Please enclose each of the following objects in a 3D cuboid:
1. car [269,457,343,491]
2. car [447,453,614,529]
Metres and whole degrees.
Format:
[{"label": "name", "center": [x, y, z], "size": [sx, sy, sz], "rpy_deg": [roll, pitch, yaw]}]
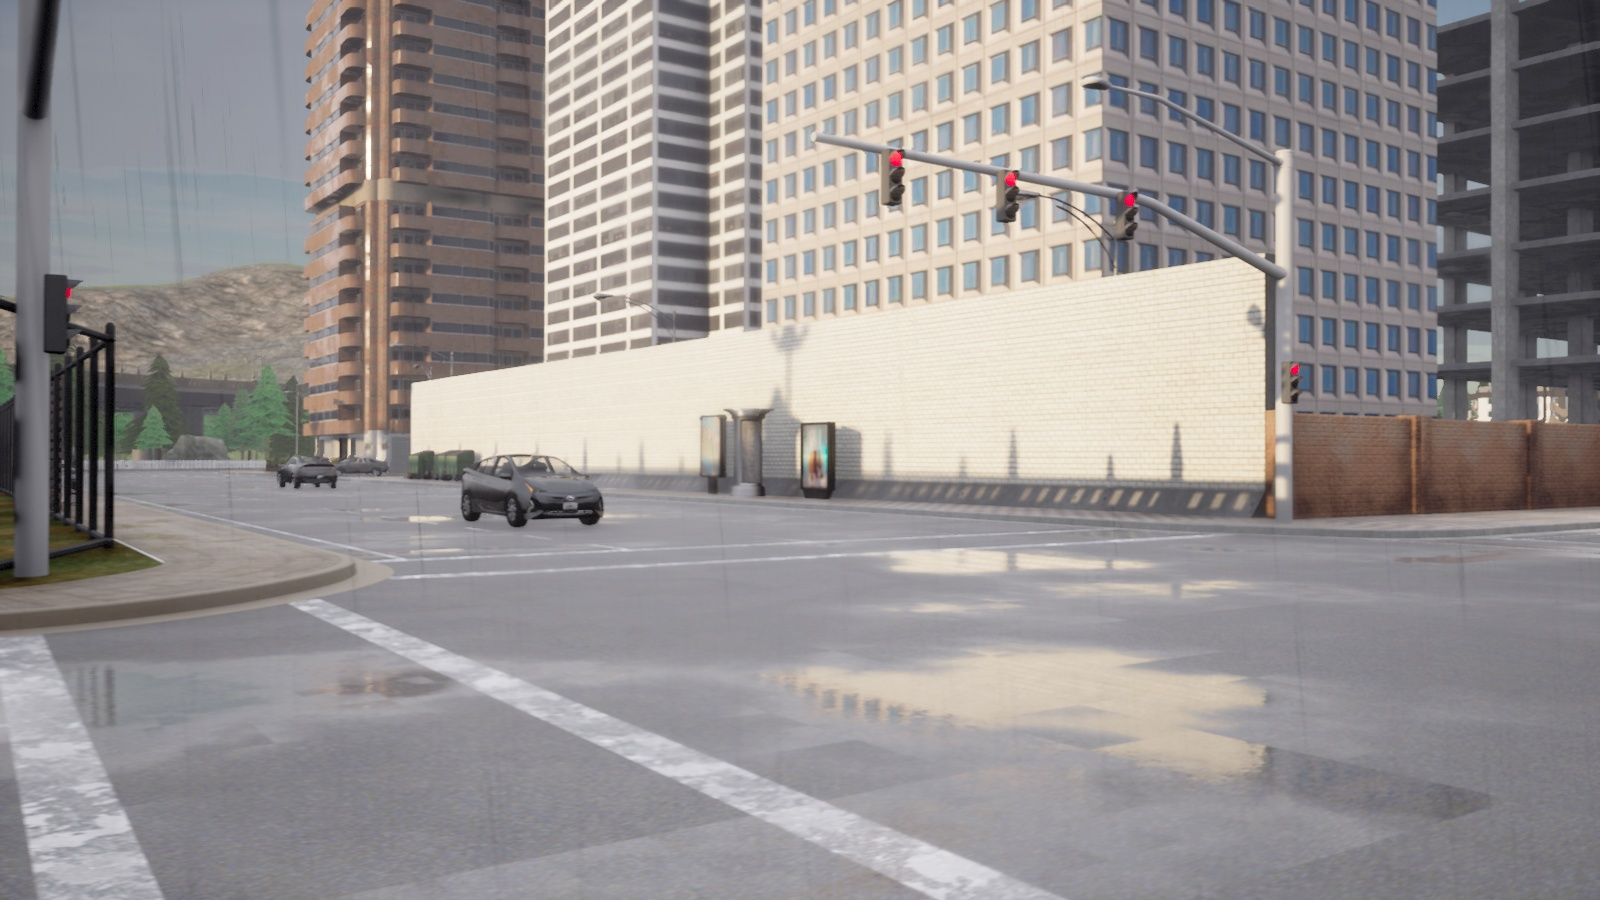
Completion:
[{"label": "car", "center": [-22.947, 1.096, 58.257], "size": [2.128, 1.511, 4.902], "rpy_deg": [0, 0, -35]}, {"label": "car", "center": [-6.001, 0.843, 27.515], "size": [2.007, 1.525, 4.514], "rpy_deg": [0, 0, -35]}]
